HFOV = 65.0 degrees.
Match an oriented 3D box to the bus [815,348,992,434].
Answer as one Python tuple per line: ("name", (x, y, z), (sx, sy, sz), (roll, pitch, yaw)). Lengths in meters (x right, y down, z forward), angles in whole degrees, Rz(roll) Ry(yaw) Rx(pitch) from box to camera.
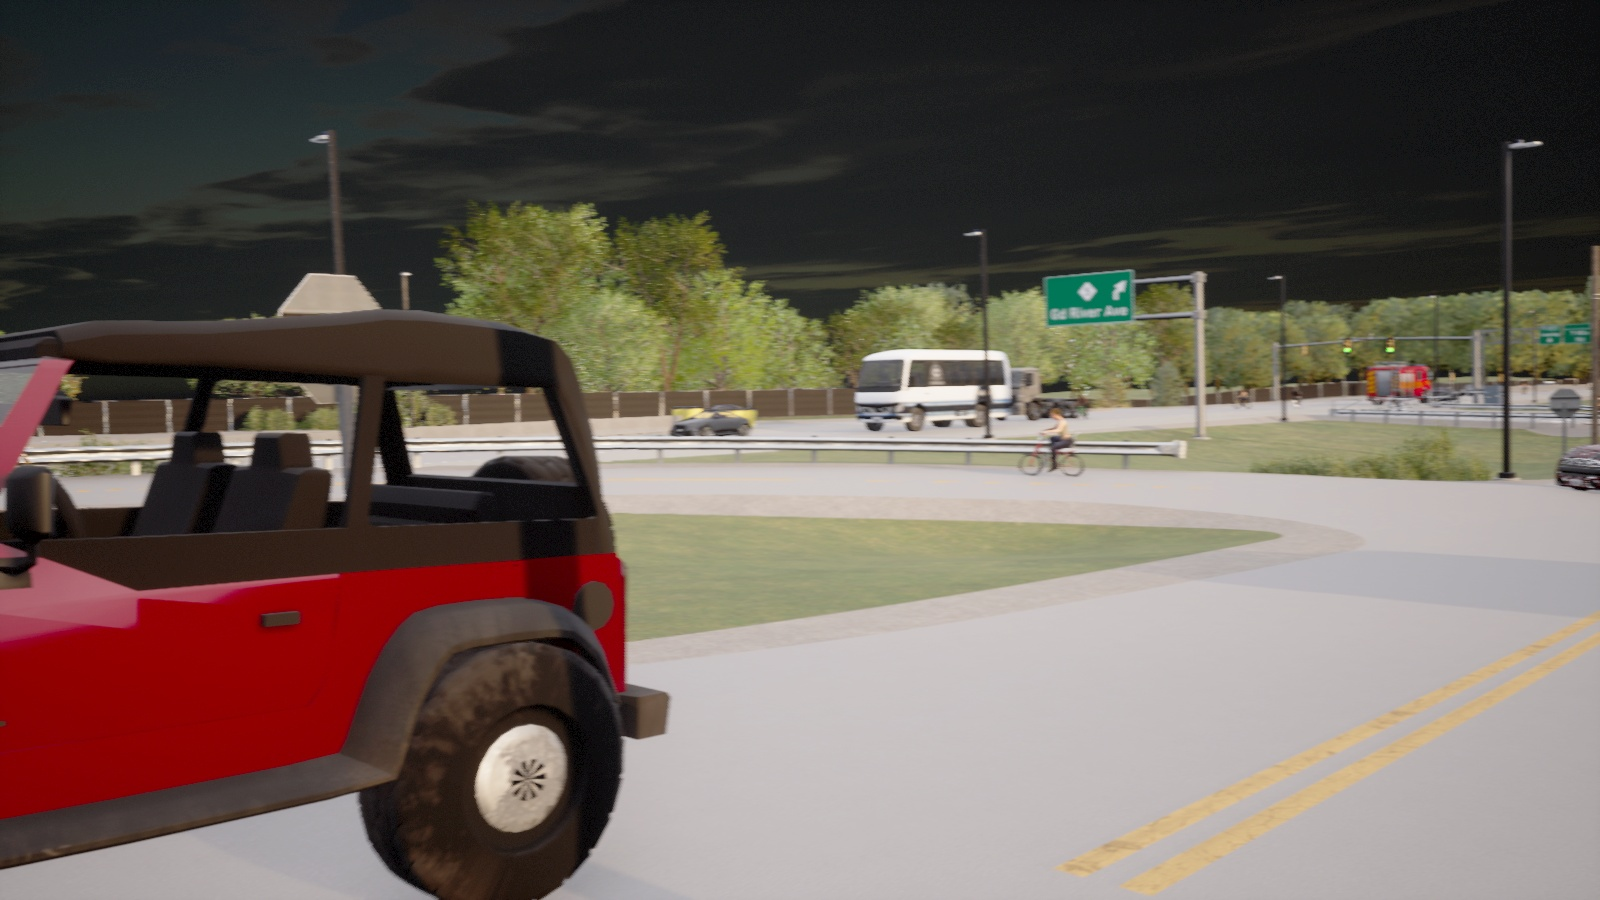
("bus", (5.697, -3.181, 67.096), (3.944, 4.253, 10.273), (1, 4, 42))

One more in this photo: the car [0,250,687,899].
("car", (-2.409, 0.476, 3.568), (1.905, 1.878, 3.866), (1, 1, 42))

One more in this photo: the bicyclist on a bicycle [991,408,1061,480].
("bicyclist on a bicycle", (5.282, -0.159, 29.441), (1.509, 1.612, 0.866), (1, 4, 7))

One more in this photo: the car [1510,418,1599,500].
("car", (19.190, 0.171, 28.920), (4.553, 1.767, 2.097), (0, 3, -7))

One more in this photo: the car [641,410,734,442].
("car", (-5.351, -1.189, 60.127), (1.994, 1.385, 4.181), (1, 4, 42))

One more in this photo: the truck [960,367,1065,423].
("truck", (13.873, -3.628, 81.372), (2.891, 3.462, 7.936), (1, 4, 42))
